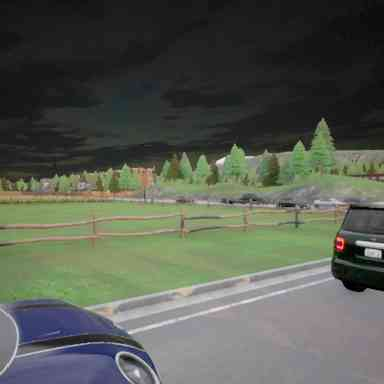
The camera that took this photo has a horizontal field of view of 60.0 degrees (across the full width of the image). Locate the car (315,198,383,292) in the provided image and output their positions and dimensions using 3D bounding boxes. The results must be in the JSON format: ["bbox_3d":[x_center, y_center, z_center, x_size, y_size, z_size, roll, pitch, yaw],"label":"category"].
[{"bbox_3d":[5.510,1.221,7.701,5.566,2.045,2.150,0,0,-36],"label":"car"}]

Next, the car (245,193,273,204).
[{"bbox_3d":[13.475,1.219,66.977,2.150,2.045,5.566,0,0,-36],"label":"car"}]

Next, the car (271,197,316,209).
[{"bbox_3d":[13.236,1.502,43.495,1.837,1.490,4.892,0,0,-36],"label":"car"}]

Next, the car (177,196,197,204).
[{"bbox_3d":[-0.979,1.504,62.961,1.837,1.490,4.892,0,0,-36],"label":"car"}]

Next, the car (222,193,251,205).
[{"bbox_3d":[7.309,1.475,57.502,1.882,1.535,5.008,0,0,-36],"label":"car"}]

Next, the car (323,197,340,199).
[{"bbox_3d":[17.921,1.523,43.028,1.812,1.442,4.674,0,0,-36],"label":"car"}]

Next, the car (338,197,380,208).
[{"bbox_3d":[25.311,1.544,50.707,2.033,1.411,5.357,0,0,-36],"label":"car"}]

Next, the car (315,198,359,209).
[{"bbox_3d":[20.010,1.544,46.095,2.033,1.411,5.357,0,0,-36],"label":"car"}]

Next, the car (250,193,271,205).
[{"bbox_3d":[11.067,1.212,58.295,2.150,2.045,5.566,0,1,-36],"label":"car"}]

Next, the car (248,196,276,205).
[{"bbox_3d":[12.875,1.488,61.775,2.128,1.511,4.902,0,0,-36],"label":"car"}]

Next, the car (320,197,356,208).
[{"bbox_3d":[21.749,1.522,49.649,1.812,1.442,4.674,0,0,-36],"label":"car"}]

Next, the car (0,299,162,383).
[{"bbox_3d":[-2.384,1.352,2.040,4.553,1.767,2.097,0,0,-36],"label":"car"}]
